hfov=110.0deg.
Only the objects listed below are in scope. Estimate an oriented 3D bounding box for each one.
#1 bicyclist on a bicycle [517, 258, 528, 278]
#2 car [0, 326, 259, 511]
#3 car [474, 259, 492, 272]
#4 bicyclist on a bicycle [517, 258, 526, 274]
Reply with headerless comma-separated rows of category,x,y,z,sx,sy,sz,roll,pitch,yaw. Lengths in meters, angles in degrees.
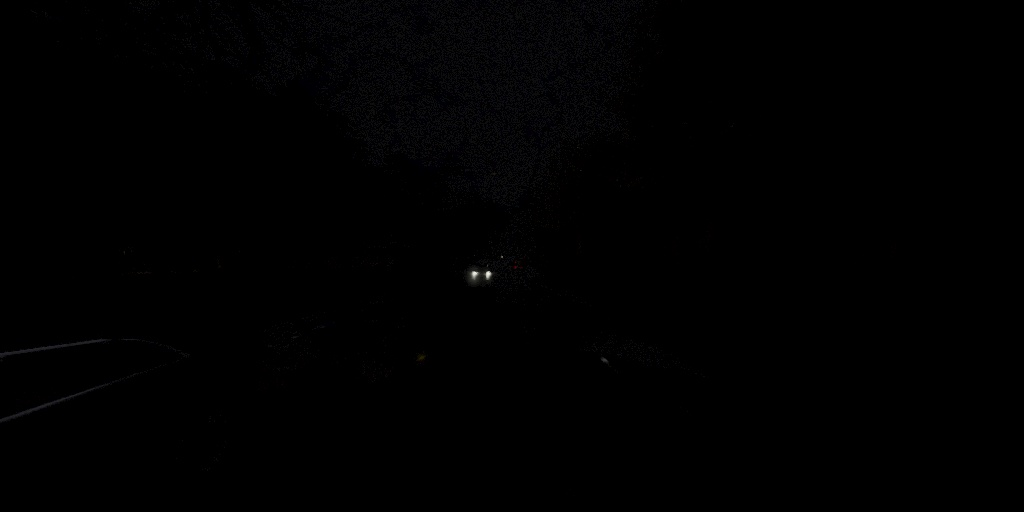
bicyclist on a bicycle,0.961,1.023,28.976,0.659,1.776,1.843,0,0,0
car,-3.595,1.242,1.733,2.128,1.511,4.902,0,0,0
car,-3.559,1.081,44.242,1.882,1.535,5.008,0,0,0
bicyclist on a bicycle,0.971,1.059,37.893,0.866,1.612,1.509,0,0,0
